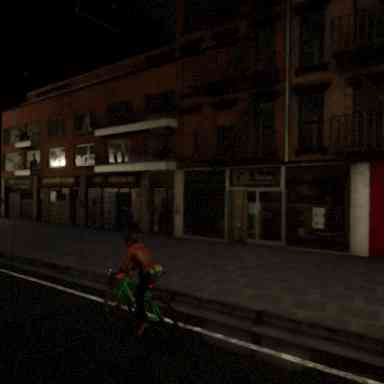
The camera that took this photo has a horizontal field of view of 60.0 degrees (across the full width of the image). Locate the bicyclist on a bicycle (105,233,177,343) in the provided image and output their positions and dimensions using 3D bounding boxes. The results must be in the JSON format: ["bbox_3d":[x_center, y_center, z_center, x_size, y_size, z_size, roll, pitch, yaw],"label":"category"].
[{"bbox_3d":[-0.883,1.498,5.373,1.656,1.620,0.582,-1,-1,37],"label":"bicyclist on a bicycle"}]
